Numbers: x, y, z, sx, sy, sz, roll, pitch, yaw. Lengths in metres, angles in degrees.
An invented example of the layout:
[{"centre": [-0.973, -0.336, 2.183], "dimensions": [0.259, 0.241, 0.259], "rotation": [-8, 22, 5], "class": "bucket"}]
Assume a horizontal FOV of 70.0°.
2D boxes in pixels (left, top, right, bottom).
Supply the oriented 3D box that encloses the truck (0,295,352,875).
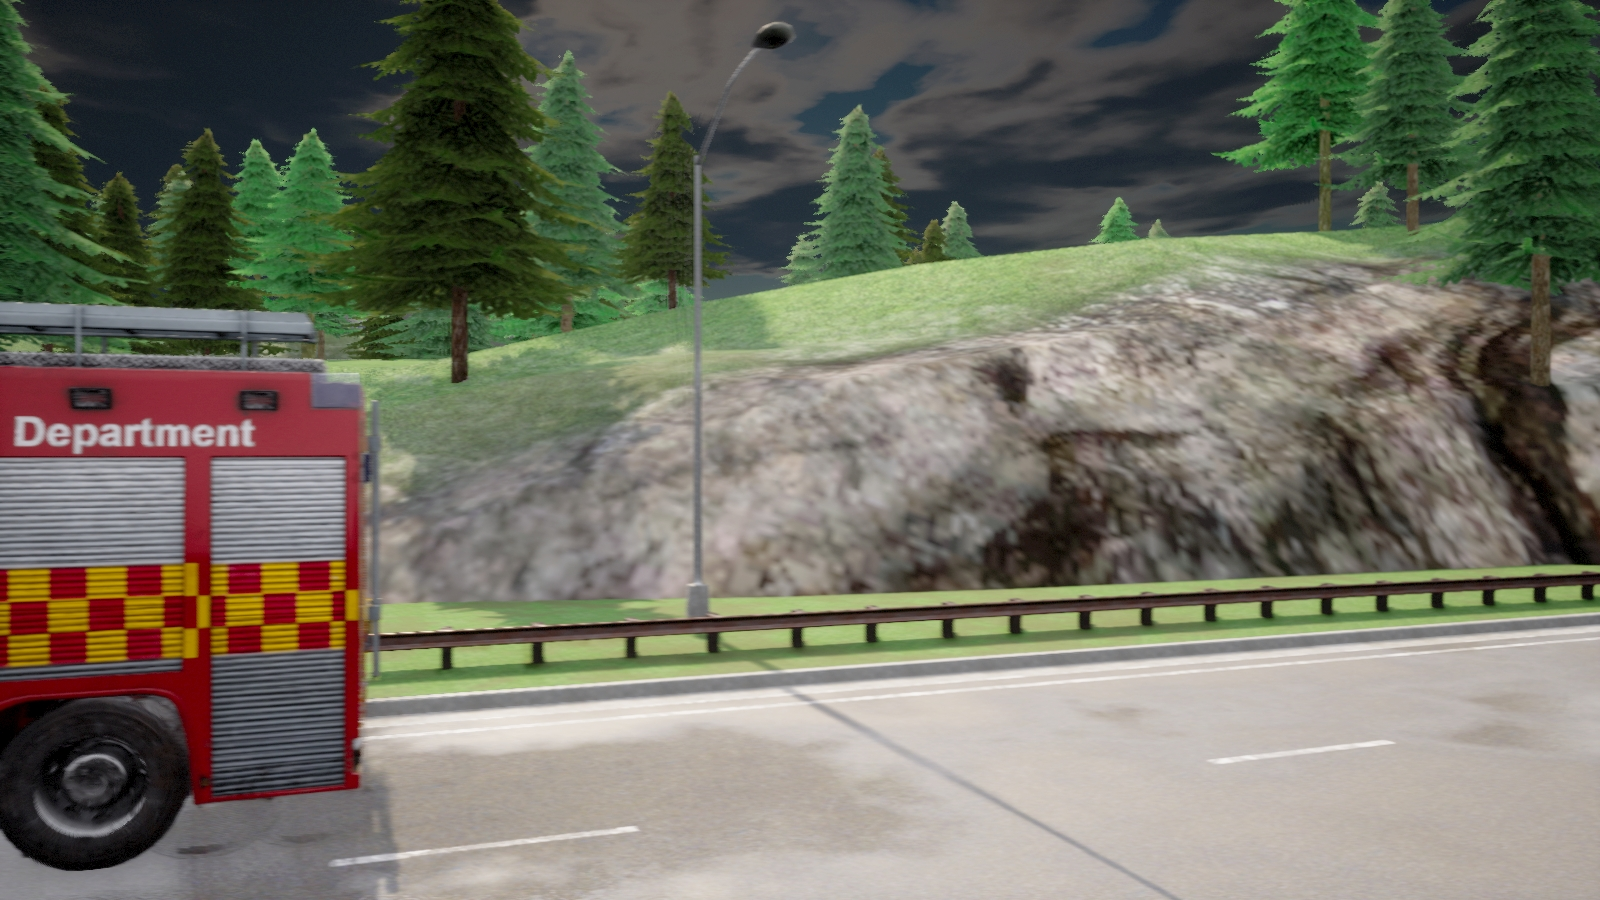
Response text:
[{"centre": [-7.781, 0.893, 8.158], "dimensions": [8.468, 3.827, 2.891], "rotation": [0, 0, -20], "class": "truck"}]
